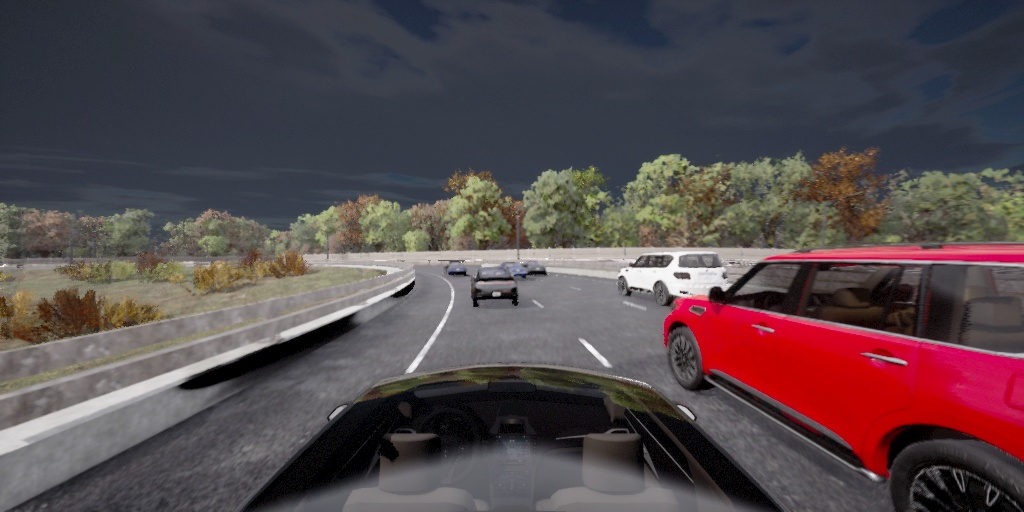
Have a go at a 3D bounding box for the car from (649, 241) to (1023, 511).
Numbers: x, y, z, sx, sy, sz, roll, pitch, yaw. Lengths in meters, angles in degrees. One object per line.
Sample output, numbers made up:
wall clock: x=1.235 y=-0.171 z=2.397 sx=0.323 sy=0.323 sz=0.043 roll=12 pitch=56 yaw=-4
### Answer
car: x=3.541 y=0.913 z=3.481 sx=2.150 sy=2.045 sz=5.566 roll=-1 pitch=0 yaw=0

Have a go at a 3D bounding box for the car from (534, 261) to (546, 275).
car: x=1.841 y=1.180 z=35.656 sx=1.994 sy=1.385 sz=4.181 roll=-1 pitch=0 yaw=-17

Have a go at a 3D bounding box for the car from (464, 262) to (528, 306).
car: x=-0.883 y=1.211 z=15.694 sx=2.128 sy=1.511 sz=4.902 roll=-1 pitch=0 yaw=-7

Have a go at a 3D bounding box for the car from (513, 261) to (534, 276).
car: x=-0.193 y=1.210 z=30.626 sx=2.033 sy=1.411 sz=5.357 roll=-1 pitch=0 yaw=-16

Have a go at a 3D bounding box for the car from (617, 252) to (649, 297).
car: x=6.335 y=0.833 z=14.857 sx=2.150 sy=2.045 sz=5.566 roll=-1 pitch=0 yaw=-7

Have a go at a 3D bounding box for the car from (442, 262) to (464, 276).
car: x=-5.919 y=1.295 z=36.916 sx=1.994 sy=1.385 sz=4.181 roll=-1 pitch=0 yaw=-19
